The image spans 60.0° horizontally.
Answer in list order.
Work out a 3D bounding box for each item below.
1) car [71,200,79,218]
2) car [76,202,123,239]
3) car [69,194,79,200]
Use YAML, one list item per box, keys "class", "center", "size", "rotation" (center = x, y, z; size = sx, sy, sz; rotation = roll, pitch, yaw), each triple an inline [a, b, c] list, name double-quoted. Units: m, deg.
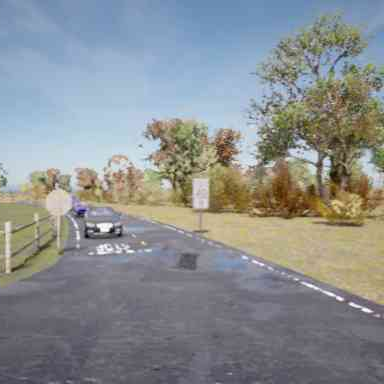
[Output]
- class: "car"
  center: [-10.363, 1.702, 31.742]
  size: [1.895, 1.301, 4.718]
  rotation: [0, 0, -24]
- class: "car"
  center: [-4.974, 1.541, 18.099]
  size: [2.128, 1.511, 4.902]
  rotation: [0, 0, -20]
- class: "car"
  center: [-16.436, 1.371, 44.463]
  size: [2.150, 2.045, 5.566]
  rotation: [0, 1, -27]
